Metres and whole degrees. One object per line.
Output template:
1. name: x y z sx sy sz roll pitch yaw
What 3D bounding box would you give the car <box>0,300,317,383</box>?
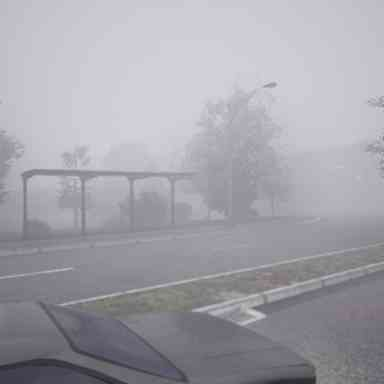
1. car: -1.424 1.548 2.116 5.357 1.411 2.033 0 0 -35
